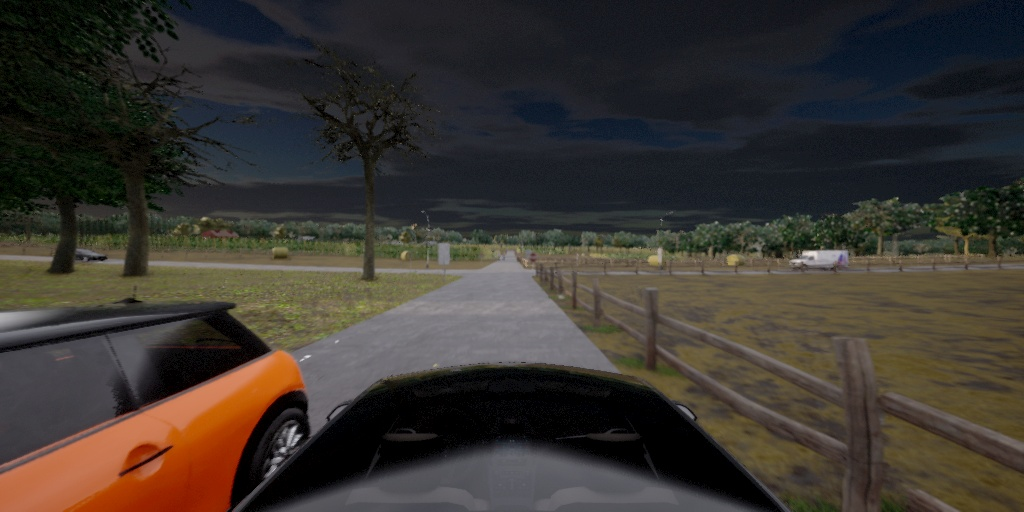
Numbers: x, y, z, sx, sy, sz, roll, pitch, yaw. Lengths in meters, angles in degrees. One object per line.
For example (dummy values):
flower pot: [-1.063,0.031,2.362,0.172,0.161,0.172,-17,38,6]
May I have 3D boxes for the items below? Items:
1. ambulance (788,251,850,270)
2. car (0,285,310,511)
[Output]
ambulance: [39.375,0.582,46.229,6.366,2.431,2.351,-1,1,0]
car: [-2.850,1.099,1.284,2.097,1.767,4.553,0,0,0]
